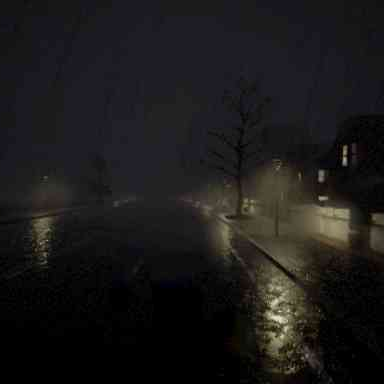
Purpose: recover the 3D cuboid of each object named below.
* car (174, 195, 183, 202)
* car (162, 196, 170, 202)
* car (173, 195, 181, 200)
[{"bbox_3d":[-3.311,1.508,83.921,2.097,1.767,4.553,1,0,-5],"label":"car"},{"bbox_3d":[-6.553,1.659,83.658,2.128,1.511,4.902,1,0,-5],"label":"car"},{"bbox_3d":[-4.235,1.626,94.073,2.033,1.411,5.357,1,0,-6],"label":"car"}]
